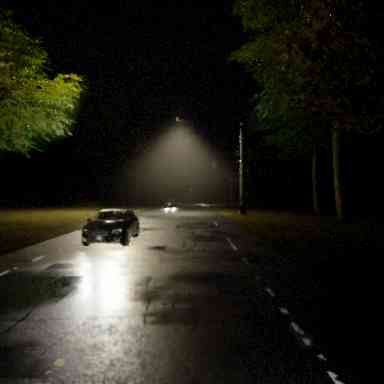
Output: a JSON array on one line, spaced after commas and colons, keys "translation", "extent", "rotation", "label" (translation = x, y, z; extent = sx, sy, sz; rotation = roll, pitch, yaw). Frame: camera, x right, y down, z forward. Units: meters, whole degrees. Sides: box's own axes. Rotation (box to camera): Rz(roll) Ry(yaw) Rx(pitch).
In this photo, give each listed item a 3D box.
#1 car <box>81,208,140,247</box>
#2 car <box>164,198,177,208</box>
[{"translation": [-3.600, 1.532, 15.375], "extent": [2.128, 1.511, 4.902], "rotation": [0, 0, 0], "label": "car"}, {"translation": [-3.570, 1.827, 55.616], "extent": [2.128, 1.511, 4.902], "rotation": [0, -1, 0], "label": "car"}]
